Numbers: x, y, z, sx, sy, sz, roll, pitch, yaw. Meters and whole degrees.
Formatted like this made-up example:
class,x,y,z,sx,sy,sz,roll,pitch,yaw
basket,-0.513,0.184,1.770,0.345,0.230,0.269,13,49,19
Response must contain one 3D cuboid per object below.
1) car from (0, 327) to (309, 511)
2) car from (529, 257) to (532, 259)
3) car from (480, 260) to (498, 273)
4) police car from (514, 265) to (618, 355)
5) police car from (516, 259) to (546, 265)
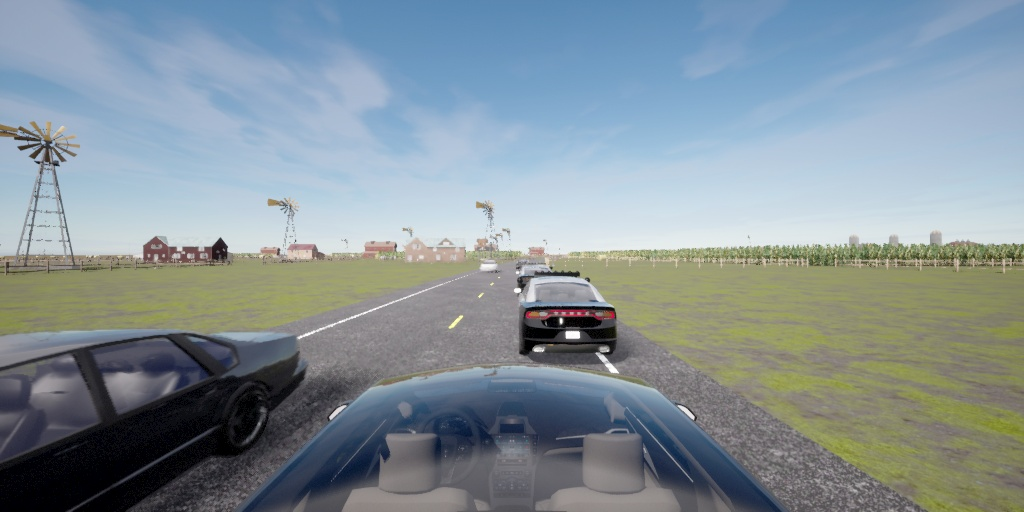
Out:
class,x,y,z,sx,sy,sz,roll,pitch,yaw
car,-3.591,1.298,2.351,2.033,1.411,5.357,0,0,0
car,1.606,1.209,53.957,2.128,1.511,4.902,0,0,4
car,-2.645,1.257,42.403,1.812,1.442,4.674,0,0,3
police car,1.086,1.176,8.850,1.930,1.638,5.238,0,0,1
police car,1.230,1.173,18.820,1.930,1.638,5.238,0,0,1
